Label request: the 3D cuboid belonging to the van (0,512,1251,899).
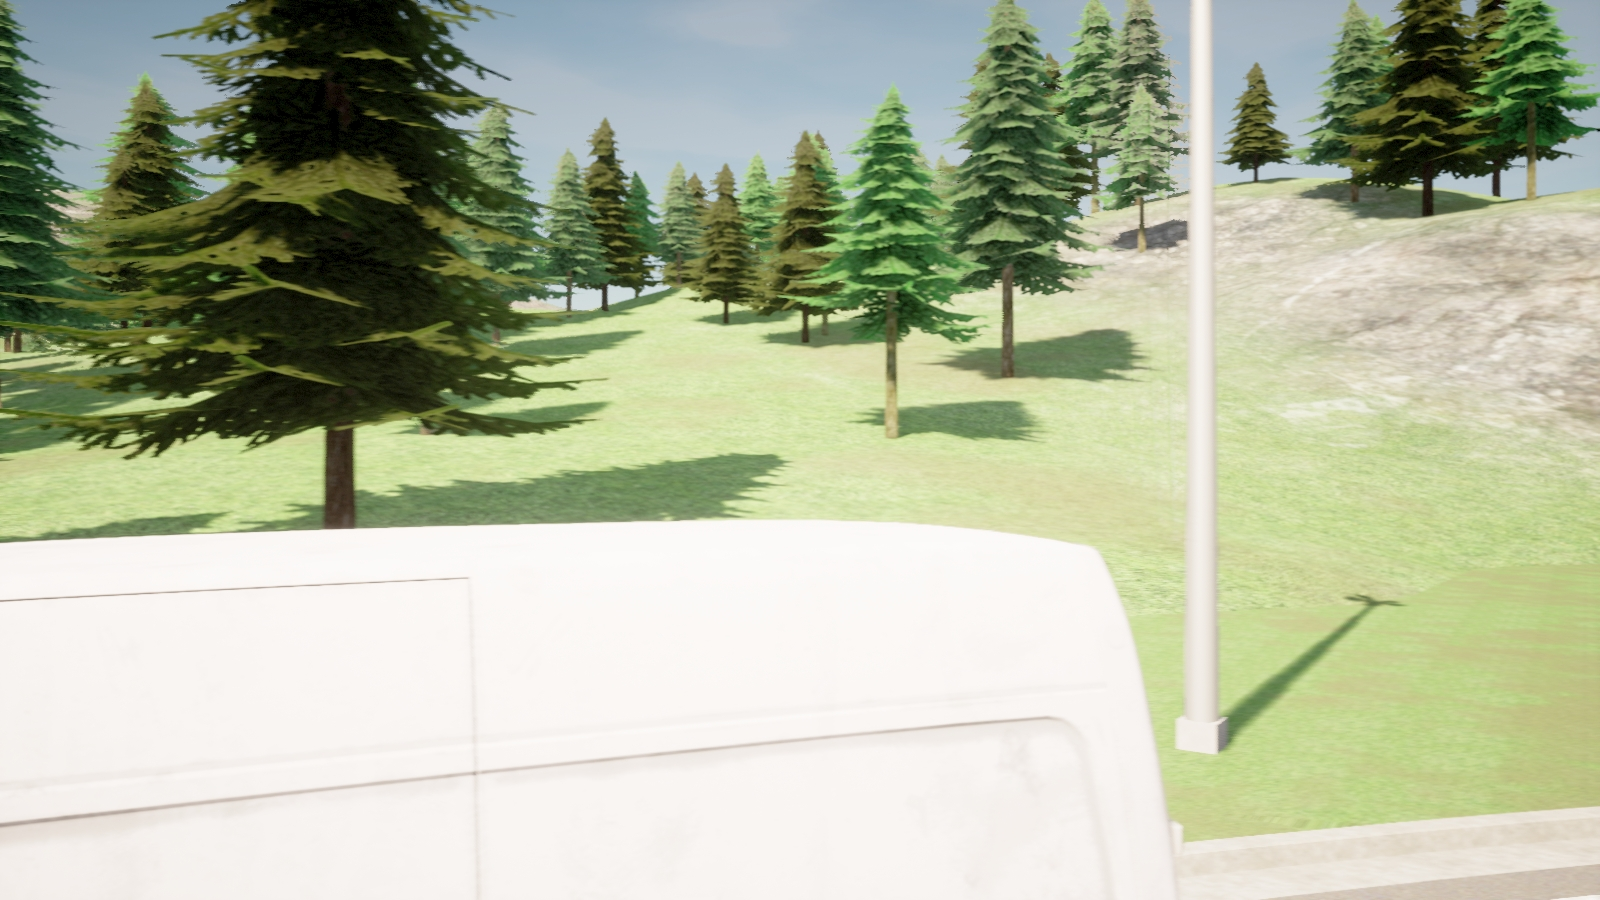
[{"bbox_3d":[-1.918,1.534,2.898,5.915,2.561,1.988,0,-1,-21],"label":"van"}]
